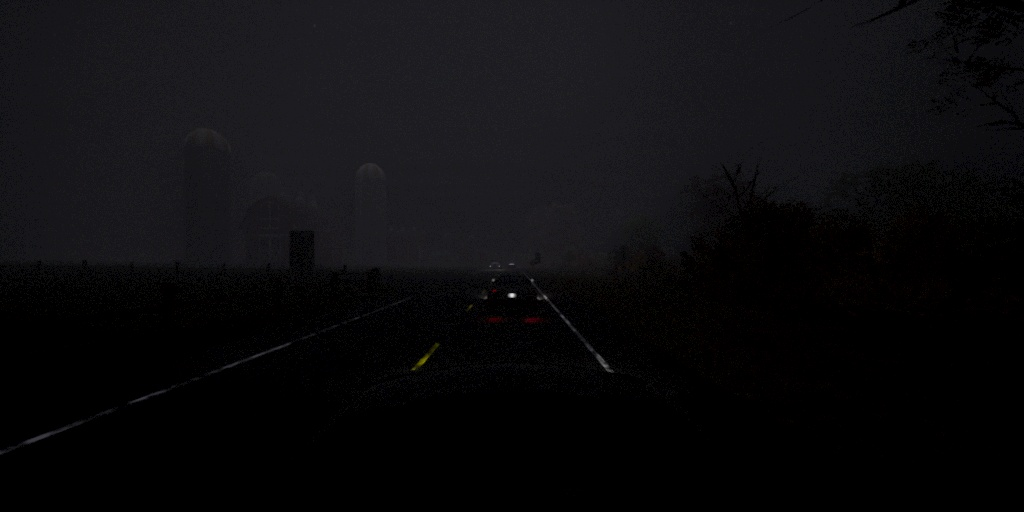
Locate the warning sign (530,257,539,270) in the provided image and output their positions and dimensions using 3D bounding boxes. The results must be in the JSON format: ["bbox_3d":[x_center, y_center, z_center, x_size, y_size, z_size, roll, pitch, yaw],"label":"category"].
[{"bbox_3d":[3.583,1.461,61.294,1.300,1.860,1.060,0,0,0],"label":"warning sign"}]

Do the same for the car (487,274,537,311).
[{"bbox_3d":[0.029,1.452,15.366,1.994,1.385,4.181,0,0,1],"label":"car"}]
